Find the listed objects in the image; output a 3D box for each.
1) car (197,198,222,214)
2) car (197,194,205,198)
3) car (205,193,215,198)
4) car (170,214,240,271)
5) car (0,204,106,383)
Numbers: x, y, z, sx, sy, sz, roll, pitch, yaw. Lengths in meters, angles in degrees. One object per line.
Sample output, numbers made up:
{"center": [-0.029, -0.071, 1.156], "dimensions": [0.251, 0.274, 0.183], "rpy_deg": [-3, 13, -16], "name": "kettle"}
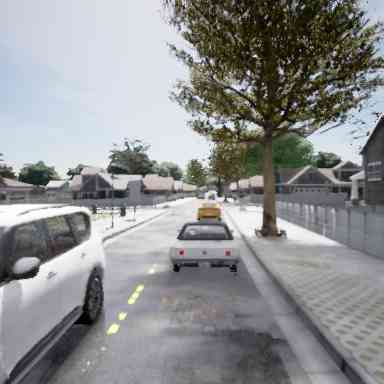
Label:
{"center": [1.436, 1.500, 27.461], "dimensions": [1.882, 1.535, 5.008], "rpy_deg": [0, 0, 4], "name": "car"}
{"center": [2.621, 1.243, 90.776], "dimensions": [2.097, 1.767, 4.553], "rpy_deg": [0, 0, 4], "name": "car"}
{"center": [4.979, 1.303, 84.523], "dimensions": [2.128, 1.511, 4.902], "rpy_deg": [0, 0, 4], "name": "car"}
{"center": [0.443, 1.619, 10.919], "dimensions": [1.895, 1.301, 4.718], "rpy_deg": [0, 0, 3], "name": "car"}
{"center": [-2.750, 1.225, 4.203], "dimensions": [2.150, 2.045, 5.566], "rpy_deg": [0, 0, 1], "name": "car"}
